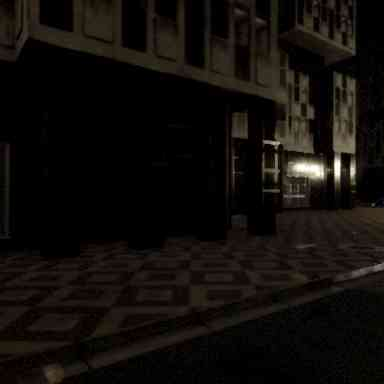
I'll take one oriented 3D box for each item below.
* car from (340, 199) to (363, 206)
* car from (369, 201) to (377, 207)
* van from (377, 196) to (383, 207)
[{"bbox_3d":[27.429,1.751,57.684,1.802,1.307,4.206,0,0,-35],"label":"car"},{"bbox_3d":[30.702,1.680,53.081,2.008,1.369,4.403,0,0,-35],"label":"car"},{"bbox_3d":[27.031,1.367,43.531,1.690,1.788,3.998,0,0,-35],"label":"van"}]
